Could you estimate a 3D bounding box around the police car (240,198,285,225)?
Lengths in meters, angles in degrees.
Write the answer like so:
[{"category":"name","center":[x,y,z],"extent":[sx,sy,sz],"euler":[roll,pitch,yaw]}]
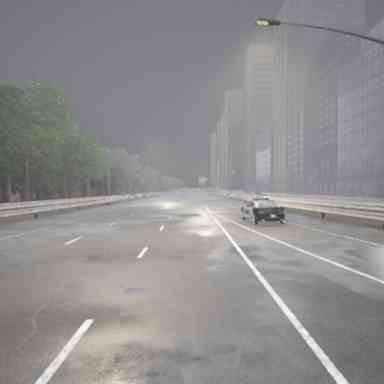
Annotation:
[{"category":"police car","center":[4.614,1.221,22.511],"extent":[1.930,1.638,5.238],"euler":[-1,0,-5]}]
